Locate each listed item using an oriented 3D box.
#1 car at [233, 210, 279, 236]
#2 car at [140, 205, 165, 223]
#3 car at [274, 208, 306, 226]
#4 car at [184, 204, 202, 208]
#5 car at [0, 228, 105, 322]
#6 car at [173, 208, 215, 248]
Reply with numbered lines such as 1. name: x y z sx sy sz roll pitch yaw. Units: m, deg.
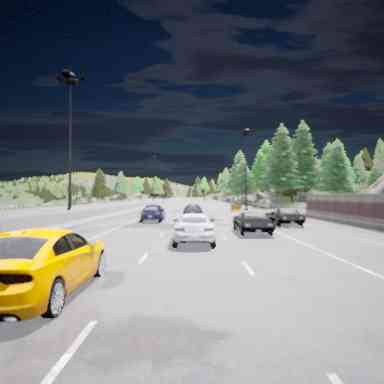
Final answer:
1. car: 3.596 1.831 20.149 1.895 1.301 4.718 0 -1 0
2. car: -3.404 1.858 29.257 1.812 1.442 4.674 0 0 0
3. car: 7.095 1.894 25.654 1.895 1.301 4.718 0 -1 0
4. car: 0.093 1.956 34.428 1.994 1.385 4.181 0 -1 0
5. car: -3.401 1.564 7.561 1.882 1.535 5.008 0 0 0
6. car: 0.097 1.705 15.753 1.812 1.442 4.674 0 0 0
